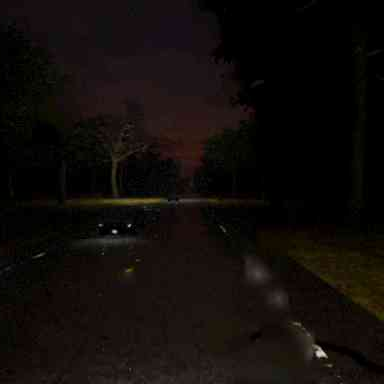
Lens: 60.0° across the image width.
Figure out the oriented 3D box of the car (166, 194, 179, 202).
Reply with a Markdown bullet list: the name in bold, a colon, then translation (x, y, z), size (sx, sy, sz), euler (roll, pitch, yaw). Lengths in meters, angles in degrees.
- **car**: translation (-3.410, 1.046, 60.040), size (1.812, 1.442, 4.674), euler (0, 1, 1)

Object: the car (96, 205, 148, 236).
- **car**: translation (-3.565, 1.431, 18.019), size (2.033, 1.411, 5.357), euler (0, 0, 0)
